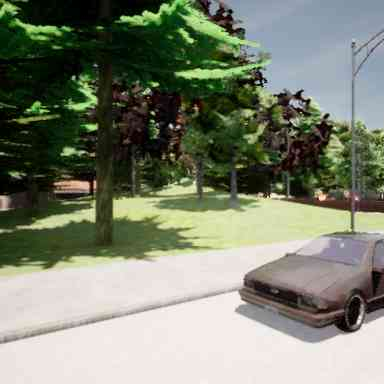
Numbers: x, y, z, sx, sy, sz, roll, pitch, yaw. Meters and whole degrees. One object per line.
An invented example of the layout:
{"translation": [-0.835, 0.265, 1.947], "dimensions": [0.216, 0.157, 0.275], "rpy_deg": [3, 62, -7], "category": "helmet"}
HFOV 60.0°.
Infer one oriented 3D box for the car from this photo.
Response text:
{"translation": [3.496, 1.597, 7.098], "dimensions": [5.357, 1.411, 2.033], "rpy_deg": [1, 0, -35], "category": "car"}
